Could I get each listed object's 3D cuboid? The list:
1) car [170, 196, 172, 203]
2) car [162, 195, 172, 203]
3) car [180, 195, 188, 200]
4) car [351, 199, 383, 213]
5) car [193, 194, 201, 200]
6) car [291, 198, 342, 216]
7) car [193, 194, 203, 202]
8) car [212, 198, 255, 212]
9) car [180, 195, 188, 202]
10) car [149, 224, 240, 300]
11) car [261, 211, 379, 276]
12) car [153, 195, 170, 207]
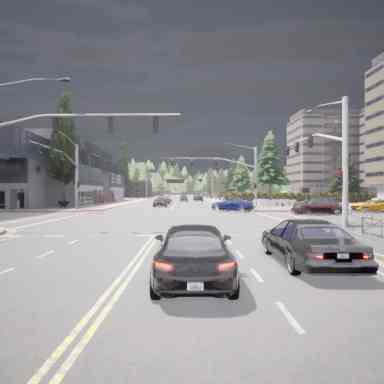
[{"bbox_3d":[-5.018,1.564,60.269,1.994,1.385,4.181,0,0,-2],"label":"car"},{"bbox_3d":[-5.217,1.478,70.600,1.882,1.535,5.008,0,0,-1],"label":"car"},{"bbox_3d":[-2.183,1.467,88.802,1.994,1.385,4.181,0,0,-1],"label":"car"},{"bbox_3d":[19.929,1.477,36.132,5.008,1.535,1.882,0,0,-2],"label":"car"},{"bbox_3d":[1.316,1.392,88.890,1.882,1.535,5.008,0,0,-1],"label":"car"},{"bbox_3d":[12.028,1.352,32.399,4.553,1.767,2.097,0,0,-2],"label":"car"},{"bbox_3d":[1.578,1.495,78.659,1.837,1.490,4.892,0,0,-1],"label":"car"},{"bbox_3d":[4.721,1.477,38.198,5.008,1.535,1.882,0,1,29],"label":"car"},{"bbox_3d":[-1.910,1.533,78.167,2.033,1.411,5.357,0,0,-1],"label":"car"},{"bbox_3d":[0.037,1.526,8.247,1.812,1.442,4.674,0,0,-1],"label":"car"},{"bbox_3d":[3.534,1.547,10.304,2.033,1.411,5.357,0,0,0],"label":"car"},{"bbox_3d":[-4.780,1.564,50.292,1.994,1.385,4.181,0,0,-2],"label":"car"}]
